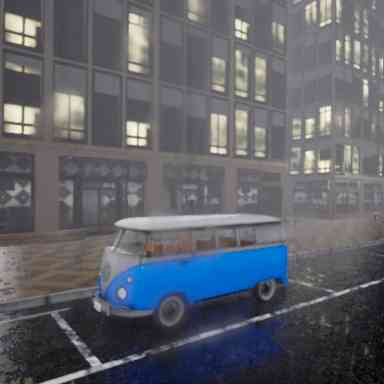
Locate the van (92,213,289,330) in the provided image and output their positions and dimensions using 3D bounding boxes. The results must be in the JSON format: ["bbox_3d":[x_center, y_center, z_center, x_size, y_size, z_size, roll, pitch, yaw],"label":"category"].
[{"bbox_3d":[0.168,1.357,6.672,3.998,1.788,1.690,0,0,-36],"label":"van"}]
